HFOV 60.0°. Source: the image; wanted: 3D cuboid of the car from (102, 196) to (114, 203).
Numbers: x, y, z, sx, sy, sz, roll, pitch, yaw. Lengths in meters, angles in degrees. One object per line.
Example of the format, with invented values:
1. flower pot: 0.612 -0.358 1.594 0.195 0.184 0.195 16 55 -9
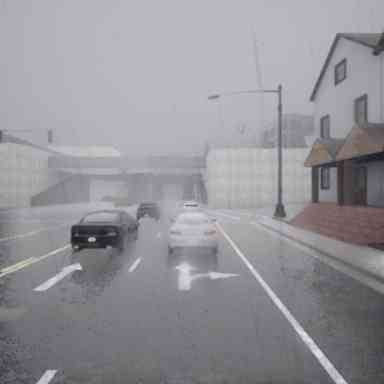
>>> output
1. car: -18.706 1.571 74.050 2.128 1.511 4.902 0 0 -1

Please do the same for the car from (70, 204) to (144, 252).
1. car: -3.448 1.486 14.001 1.882 1.535 5.008 0 0 1

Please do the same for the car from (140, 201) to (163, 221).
1. car: -3.596 1.548 27.925 1.837 1.490 4.892 1 1 -2

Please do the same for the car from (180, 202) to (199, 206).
1. car: -0.144 1.578 28.561 1.812 1.442 4.674 0 0 -3

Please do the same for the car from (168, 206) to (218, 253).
1. car: 0.044 1.534 13.545 1.812 1.442 4.674 0 0 0
